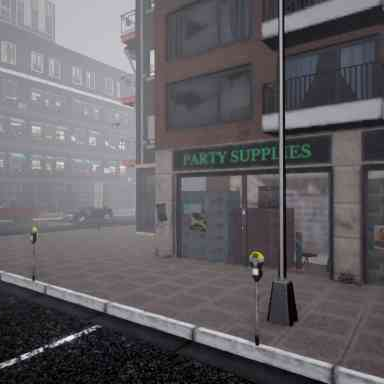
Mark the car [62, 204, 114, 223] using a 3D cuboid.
[{"bbox_3d":[-9.347,1.900,30.183,1.837,1.490,4.892,0,-2,35],"label":"car"}]

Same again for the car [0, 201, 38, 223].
[{"bbox_3d":[-14.946,1.609,26.706,2.192,1.841,5.009,-1,-2,35],"label":"car"}]
